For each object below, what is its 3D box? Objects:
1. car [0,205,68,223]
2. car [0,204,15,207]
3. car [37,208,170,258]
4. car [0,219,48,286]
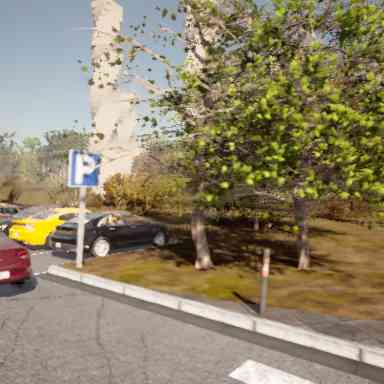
[{"bbox_3d":[-5.074,1.442,14.369,2.097,1.535,5.008,1,0,37],"label":"car"},{"bbox_3d":[-7.262,1.421,16.040,2.231,1.521,4.892,1,0,37],"label":"car"},{"bbox_3d":[-2.878,1.463,12.706,2.231,1.521,4.892,0,0,37],"label":"car"},{"bbox_3d":[-5.645,1.484,8.013,4.674,1.442,1.812,0,0,37],"label":"car"}]
